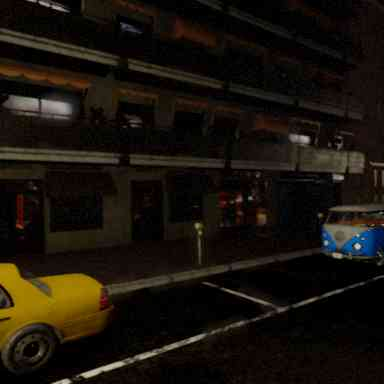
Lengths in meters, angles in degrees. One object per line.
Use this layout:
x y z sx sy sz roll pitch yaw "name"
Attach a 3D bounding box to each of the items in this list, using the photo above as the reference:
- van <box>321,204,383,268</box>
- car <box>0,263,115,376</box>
5.890 1.293 10.819 3.998 1.788 1.690 -1 0 -36 "van"
-3.428 1.589 4.094 4.829 1.417 1.752 -1 0 -36 "car"
